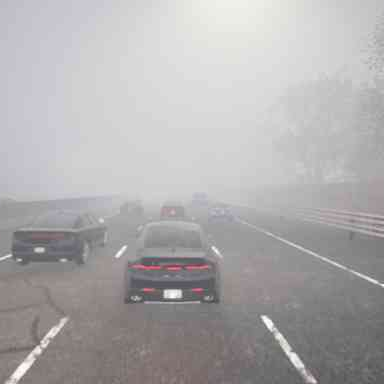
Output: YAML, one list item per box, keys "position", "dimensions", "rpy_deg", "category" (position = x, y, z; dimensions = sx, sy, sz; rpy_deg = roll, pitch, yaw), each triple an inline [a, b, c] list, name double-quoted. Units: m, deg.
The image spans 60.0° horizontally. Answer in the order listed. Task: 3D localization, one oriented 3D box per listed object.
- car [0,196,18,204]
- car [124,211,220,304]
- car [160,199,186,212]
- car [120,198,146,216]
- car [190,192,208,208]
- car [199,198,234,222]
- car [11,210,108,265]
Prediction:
- position: [-15.759, 1.108, 26.720]
  dimensions: [2.128, 1.511, 4.902]
  rpy_deg: [1, 0, -3]
  category: "car"
- position: [-0.461, 1.460, 8.028]
  dimensions: [1.837, 1.490, 4.892]
  rpy_deg: [1, 0, -3]
  category: "car"
- position: [-1.542, 1.332, 26.749]
  dimensions: [1.882, 1.535, 5.008]
  rpy_deg: [1, 0, -3]
  category: "car"
- position: [-5.214, 1.272, 29.592]
  dimensions: [2.128, 1.511, 4.902]
  rpy_deg: [1, 0, -3]
  category: "car"
- position: [0.932, 1.043, 44.121]
  dimensions: [2.150, 2.045, 5.566]
  rpy_deg: [1, 0, -3]
  category: "car"
- position: [1.998, 1.466, 25.704]
  dimensions: [2.033, 1.411, 5.357]
  rpy_deg: [1, 0, -3]
  category: "car"
- position: [-4.149, 1.356, 11.222]
  dimensions: [1.882, 1.535, 5.008]
  rpy_deg: [1, 0, -3]
  category: "car"
